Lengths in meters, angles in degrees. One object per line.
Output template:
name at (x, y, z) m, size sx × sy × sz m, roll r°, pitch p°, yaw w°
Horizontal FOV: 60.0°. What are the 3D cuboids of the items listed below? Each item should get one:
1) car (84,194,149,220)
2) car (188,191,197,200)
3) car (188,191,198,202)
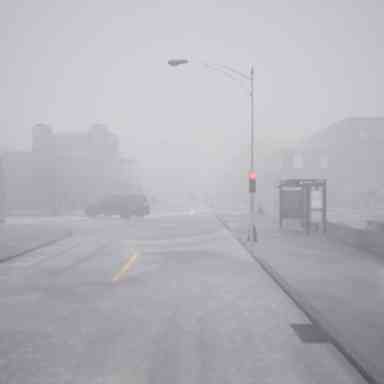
car at (-6.197, 1.160, 27.485) m, size 5.566 × 2.045 × 2.150 m, roll 0°, pitch -1°, yaw 23°
car at (0.206, 0.874, 83.128) m, size 2.150 × 2.045 × 5.566 m, roll 0°, pitch 0°, yaw 0°
car at (0.181, 1.186, 73.065) m, size 2.097 × 1.767 × 4.553 m, roll 0°, pitch 0°, yaw 0°
